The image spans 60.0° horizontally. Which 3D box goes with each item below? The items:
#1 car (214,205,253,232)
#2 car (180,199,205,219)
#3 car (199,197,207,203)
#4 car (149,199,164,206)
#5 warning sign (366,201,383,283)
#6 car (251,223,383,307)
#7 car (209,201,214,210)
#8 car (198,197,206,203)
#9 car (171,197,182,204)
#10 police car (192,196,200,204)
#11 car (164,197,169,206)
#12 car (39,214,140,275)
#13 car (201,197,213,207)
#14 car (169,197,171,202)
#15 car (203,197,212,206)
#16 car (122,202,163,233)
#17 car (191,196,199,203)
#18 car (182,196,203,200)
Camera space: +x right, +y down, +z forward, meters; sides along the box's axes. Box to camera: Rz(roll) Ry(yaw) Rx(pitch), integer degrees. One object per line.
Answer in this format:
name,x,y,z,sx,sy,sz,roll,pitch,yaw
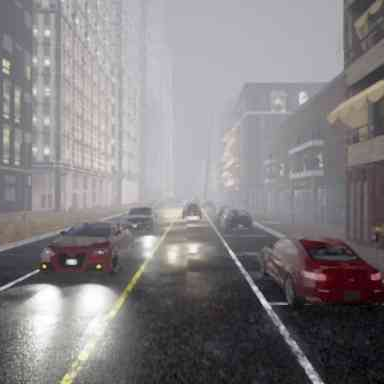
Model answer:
car,2.692,1.665,20.687,2.008,1.369,4.403,0,0,0
car,0.009,1.698,31.227,1.812,1.442,4.674,0,0,0
car,2.691,2.005,82.989,1.752,1.417,4.829,0,0,0
car,-5.688,1.823,48.929,2.008,1.369,4.403,0,0,0
warning sign,5.066,1.160,7.887,1.300,1.860,1.060,0,0,0
car,2.742,1.626,7.770,1.802,1.307,4.206,0,0,0
car,2.692,1.696,26.335,2.008,1.369,4.403,0,0,0
car,2.691,2.081,88.468,1.947,1.339,4.313,0,0,0
car,-3.000,1.840,72.061,1.882,1.535,5.008,0,0,0
police car,0.900,1.874,77.993,1.930,1.638,5.238,0,0,0
car,-5.689,1.884,60.226,1.887,1.381,4.507,0,0,0
car,-3.092,1.622,10.576,1.994,1.385,4.181,0,0,1
car,2.691,1.781,60.227,1.967,1.590,4.097,0,0,0
car,-5.690,2.078,88.468,1.947,1.339,4.313,0,0,0
car,2.692,1.889,54.577,1.802,1.307,4.206,0,0,0
car,-3.089,1.616,20.522,1.837,1.490,4.892,0,0,0
car,0.691,1.863,87.854,2.097,1.767,4.553,0,0,0
car,0.050,1.744,45.266,2.128,1.511,4.902,0,0,1
